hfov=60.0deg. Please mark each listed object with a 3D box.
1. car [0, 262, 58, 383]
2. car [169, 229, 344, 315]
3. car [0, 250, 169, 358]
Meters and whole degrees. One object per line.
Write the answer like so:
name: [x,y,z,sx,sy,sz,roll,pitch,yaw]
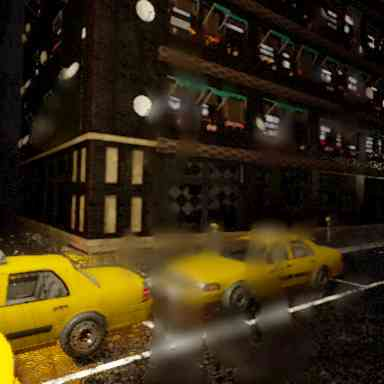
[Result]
car: [-3.294,1.454,1.029,5.008,1.535,1.882,1,0,-35]
car: [1.606,1.585,7.683,4.829,1.417,1.752,1,1,-35]
car: [-2.881,1.527,4.485,4.829,1.417,1.752,1,1,-35]
